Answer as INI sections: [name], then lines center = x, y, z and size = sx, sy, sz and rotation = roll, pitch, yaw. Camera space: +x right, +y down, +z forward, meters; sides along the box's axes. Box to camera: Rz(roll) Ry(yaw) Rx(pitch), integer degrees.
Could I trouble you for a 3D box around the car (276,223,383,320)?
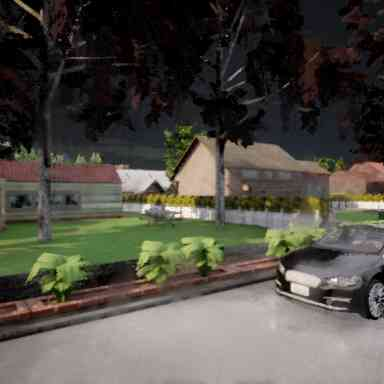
[car]
center = 3.939, 1.493, 7.407
size = 4.902, 1.511, 2.128
rotation = 0, 0, -35
